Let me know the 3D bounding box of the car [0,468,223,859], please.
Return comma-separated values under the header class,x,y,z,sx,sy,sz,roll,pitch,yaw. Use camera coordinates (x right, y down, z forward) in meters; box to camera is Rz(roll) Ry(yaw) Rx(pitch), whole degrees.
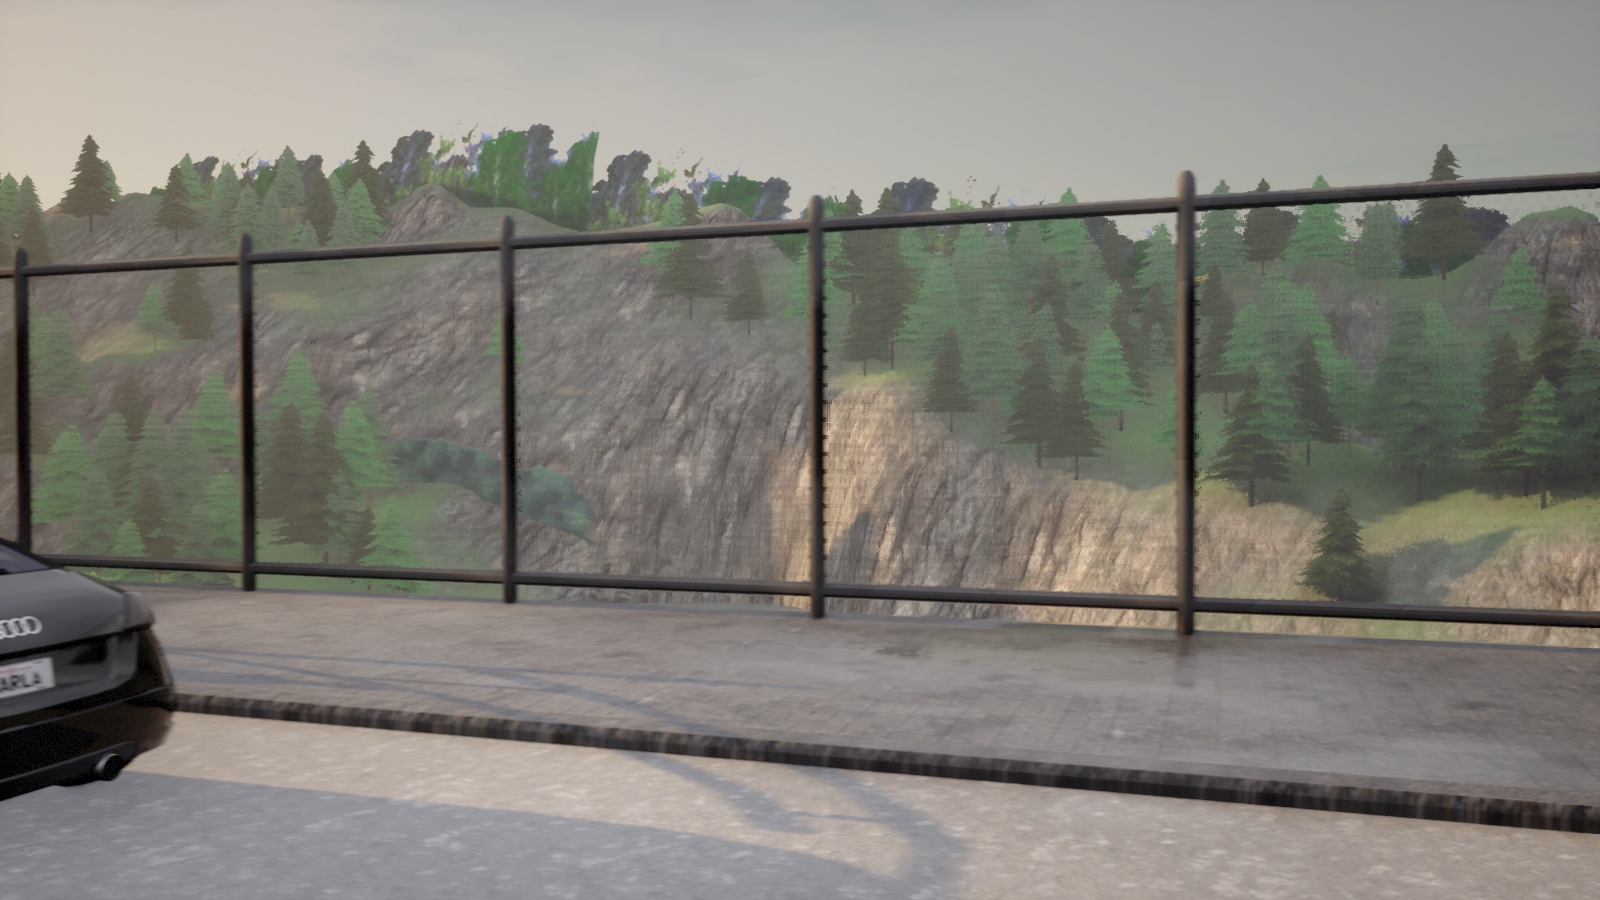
class,x,y,z,sx,sy,sz,roll,pitch,yaw
car,-4.881,0.787,5.337,4.181,1.385,1.994,1,1,19
